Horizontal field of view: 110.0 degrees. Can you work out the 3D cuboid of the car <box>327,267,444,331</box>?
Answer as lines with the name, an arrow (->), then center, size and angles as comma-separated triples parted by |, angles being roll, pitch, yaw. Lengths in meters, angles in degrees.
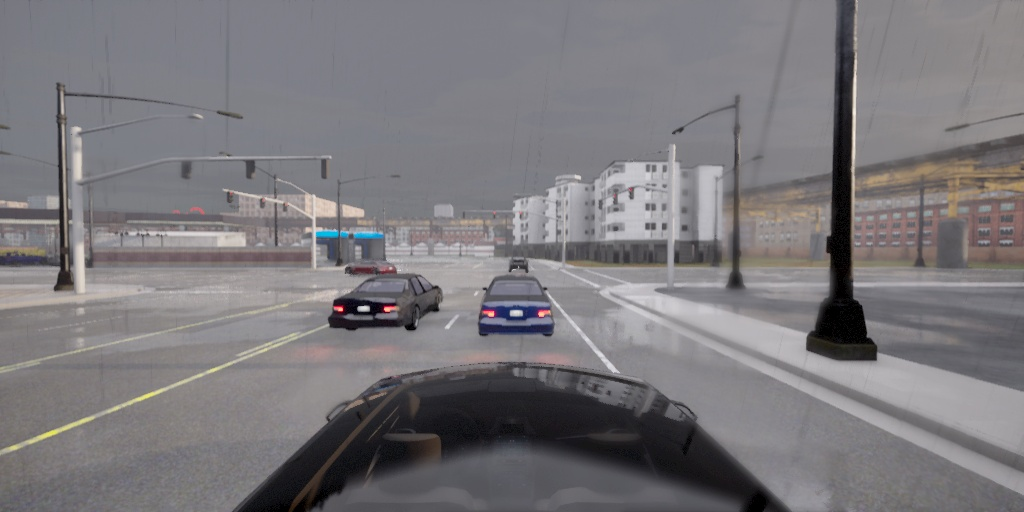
car -> -3.405, 1.236, 10.741 | 2.033, 1.411, 5.357 | 0, 0, 0

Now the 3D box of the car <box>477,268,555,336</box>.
car -> 0.091, 1.244, 10.138 | 2.033, 1.411, 5.357 | 0, 0, 0

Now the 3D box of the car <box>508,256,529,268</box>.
car -> 0.664, 0.785, 36.246 | 1.837, 1.490, 4.892 | 1, 0, 1

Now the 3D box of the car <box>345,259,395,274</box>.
car -> -11.714, 0.962, 29.732 | 4.181, 1.385, 1.994 | 0, 1, 21
